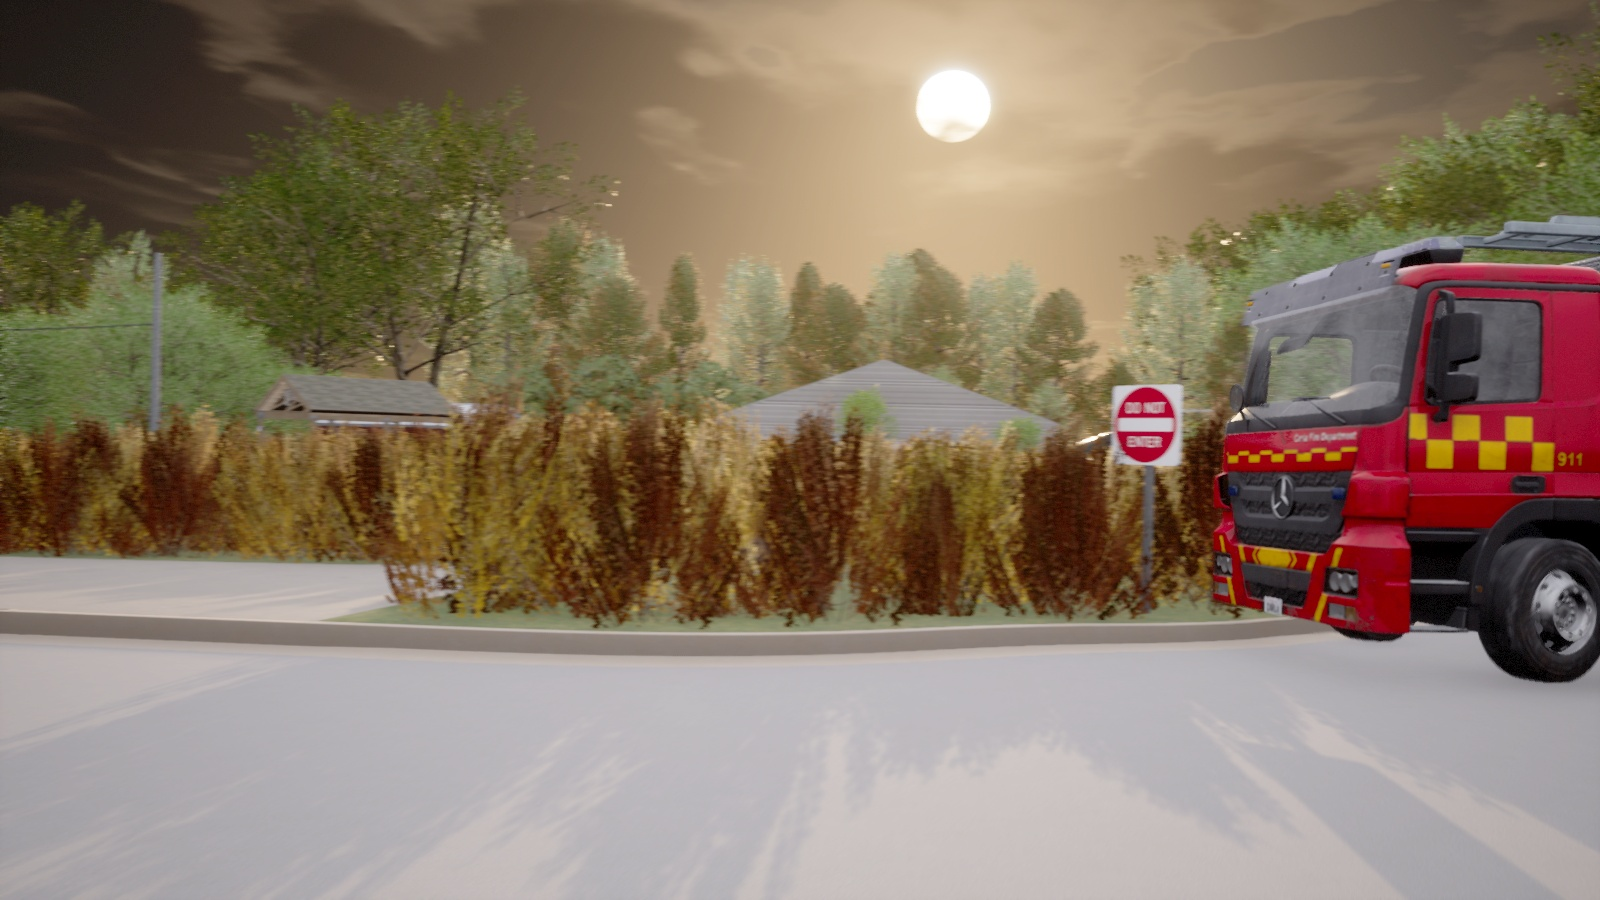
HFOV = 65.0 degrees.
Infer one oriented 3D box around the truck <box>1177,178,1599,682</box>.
[{"bbox_3d":[8.112,-0.057,11.466,8.468,3.827,2.891,1,-1,-7],"label":"truck"}]
